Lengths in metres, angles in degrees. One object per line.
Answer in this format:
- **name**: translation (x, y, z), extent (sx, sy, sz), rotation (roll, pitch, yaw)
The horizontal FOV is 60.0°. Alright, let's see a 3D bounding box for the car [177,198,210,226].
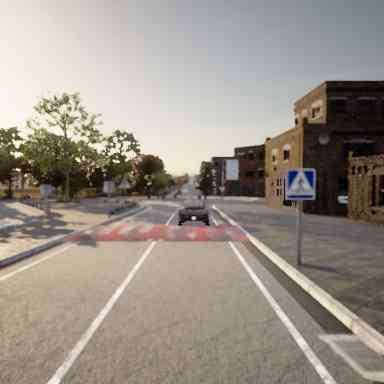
- **car**: translation (0.103, 1.306, 21.221), extent (1.837, 1.490, 4.892), rotation (0, -2, 0)
